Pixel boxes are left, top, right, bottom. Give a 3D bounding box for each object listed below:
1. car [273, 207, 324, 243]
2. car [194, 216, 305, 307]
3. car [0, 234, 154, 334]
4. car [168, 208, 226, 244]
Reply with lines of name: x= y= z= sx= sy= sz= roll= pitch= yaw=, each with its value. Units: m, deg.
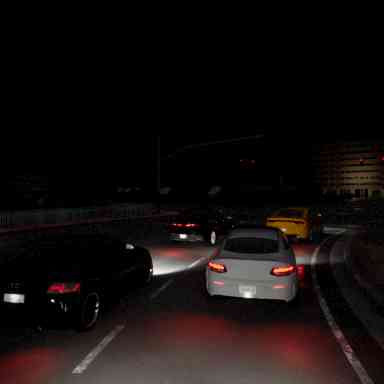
car: x=5.210 y=1.478 z=16.499 sx=1.882 sy=1.535 sz=5.008 roll=0 pitch=0 yaw=30
car: x=1.525 y=1.526 z=7.989 sx=1.812 sy=1.442 sz=4.674 roll=0 pitch=0 yaw=14
car: x=-2.267 y=1.564 z=6.962 sx=1.994 sy=1.385 sz=4.181 roll=0 pitch=0 yaw=11
car: x=0.611 y=1.505 z=15.397 sx=1.837 sy=1.490 sz=4.892 roll=0 pitch=0 yaw=23
